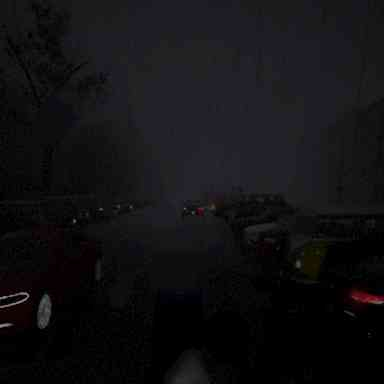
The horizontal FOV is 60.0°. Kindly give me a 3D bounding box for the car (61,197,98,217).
[{"bbox_3d":[-8.119,1.370,19.081,4.553,1.767,2.185,0,0,0],"label":"car"}]

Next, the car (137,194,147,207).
[{"bbox_3d":[-8.147,1.338,38.846,5.008,1.535,2.097,0,0,0],"label":"car"}]

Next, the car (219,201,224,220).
[{"bbox_3d":[4.418,1.513,22.086,4.674,1.452,2.002,0,0,0],"label":"car"}]

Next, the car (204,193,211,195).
[{"bbox_3d":[4.426,1.311,47.517,4.674,1.452,2.002,0,0,0],"label":"car"}]

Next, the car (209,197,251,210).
[{"bbox_3d":[4.429,1.378,39.040,4.674,1.452,2.002,0,0,0],"label":"car"}]

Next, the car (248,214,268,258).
[{"bbox_3d":[4.415,1.598,10.775,4.674,1.452,2.002,0,0,0],"label":"car"}]

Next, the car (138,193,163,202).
[{"bbox_3d":[-8.076,0.988,64.391,4.553,1.767,2.185,0,0,0],"label":"car"}]

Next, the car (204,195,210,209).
[{"bbox_3d":[4.240,1.357,36.214,5.366,1.575,1.946,0,0,0],"label":"car"}]

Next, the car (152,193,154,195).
[{"bbox_3d":[-8.135,1.270,47.442,5.008,1.535,2.097,0,0,0],"label":"car"}]

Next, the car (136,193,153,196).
[{"bbox_3d":[-8.136,1.292,44.618,5.008,1.535,2.097,0,1,0],"label":"car"}]

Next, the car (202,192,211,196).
[{"bbox_3d":[4.437,1.200,55.993,5.008,1.535,2.097,0,1,0],"label":"car"}]

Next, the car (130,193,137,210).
[{"bbox_3d":[-8.174,1.258,33.198,4.553,1.767,2.185,0,0,0],"label":"car"}]

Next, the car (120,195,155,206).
[{"bbox_3d":[-8.135,1.248,50.265,4.892,1.521,2.231,0,1,0],"label":"car"}]

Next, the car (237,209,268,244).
[{"bbox_3d":[4.421,1.580,13.609,4.674,1.452,2.002,0,0,0],"label":"car"}]

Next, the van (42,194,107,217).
[{"bbox_3d":[-8.266,1.246,22.027,4.442,1.987,1.878,0,1,0],"label":"van"}]

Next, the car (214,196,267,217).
[{"bbox_3d":[4.392,1.280,30.562,4.553,1.767,2.185,0,0,0],"label":"car"}]

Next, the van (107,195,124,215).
[{"bbox_3d":[-8.261,1.201,27.677,4.442,1.987,1.878,0,0,0],"label":"van"}]

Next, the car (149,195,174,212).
[{"bbox_3d":[-3.334,1.401,36.773,1.812,1.442,4.674,0,0,0],"label":"car"}]

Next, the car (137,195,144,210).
[{"bbox_3d":[-8.138,1.361,36.023,5.008,1.535,2.097,0,0,0],"label":"car"}]

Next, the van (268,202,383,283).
[{"bbox_3d":[4.300,1.328,7.818,4.442,1.987,1.878,0,0,0],"label":"van"}]

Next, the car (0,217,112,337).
[{"bbox_3d":[-3.332,1.544,7.084,1.882,1.535,5.008,0,0,0],"label":"car"}]

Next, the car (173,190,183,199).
[{"bbox_3d":[-3.227,0.528,77.515,2.150,2.045,5.566,0,1,0],"label":"car"}]

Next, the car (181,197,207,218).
[{"bbox_3d":[0.108,1.463,29.068,1.812,1.442,4.674,0,0,0],"label":"car"}]

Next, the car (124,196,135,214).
[{"bbox_3d":[-8.150,1.405,30.376,5.008,1.535,2.097,0,0,0],"label":"car"}]

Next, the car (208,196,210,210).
[{"bbox_3d":[4.610,1.380,33.388,5.366,1.575,1.946,0,0,0],"label":"car"}]

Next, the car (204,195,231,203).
[{"bbox_3d":[4.435,1.214,58.821,4.674,1.452,2.002,0,1,0],"label":"car"}]

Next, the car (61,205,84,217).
[{"bbox_3d":[-8.184,1.546,16.385,4.792,1.488,2.163,0,1,0],"label":"car"}]

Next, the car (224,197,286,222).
[{"bbox_3d":[4.389,1.370,19.259,4.553,1.767,2.185,0,0,0],"label":"car"}]

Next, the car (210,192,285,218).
[{"bbox_3d":[4.394,1.199,24.909,5.566,2.045,2.435,0,0,0],"label":"car"}]

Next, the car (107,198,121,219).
[{"bbox_3d":[-8.154,1.451,24.854,4.892,1.521,2.231,0,0,0],"label":"car"}]

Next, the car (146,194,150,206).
[{"bbox_3d":[-8.171,1.344,41.794,4.792,1.488,2.163,0,0,0],"label":"car"}]

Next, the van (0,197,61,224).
[{"bbox_3d":[-8.035,1.314,13.556,4.442,1.987,1.878,0,0,0],"label":"van"}]

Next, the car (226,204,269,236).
[{"bbox_3d":[4.425,1.517,16.435,5.008,1.535,2.097,0,0,0],"label":"car"}]

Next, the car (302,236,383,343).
[{"bbox_3d":[4.413,1.571,5.110,4.674,1.452,2.002,0,-1,0],"label":"car"}]
